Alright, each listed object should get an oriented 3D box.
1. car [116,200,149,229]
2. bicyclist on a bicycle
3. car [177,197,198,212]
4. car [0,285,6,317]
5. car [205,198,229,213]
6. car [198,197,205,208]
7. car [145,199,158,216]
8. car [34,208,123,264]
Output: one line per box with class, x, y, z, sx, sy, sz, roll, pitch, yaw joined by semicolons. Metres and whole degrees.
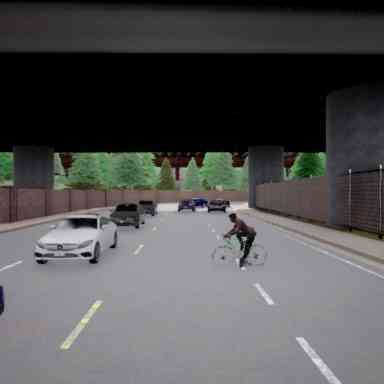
car;-4.176;1.505;21.814;1.837;1.490;4.892;0;0;-2
bicyclist on a bicycle;1.403;1.453;9.904;1.656;1.620;0.582;-2;0;-2
car;-0.577;1.525;38.974;1.812;1.442;4.674;0;0;3
car;-3.632;1.601;2.678;1.895;1.301;4.718;0;0;-2
car;2.776;1.564;37.356;1.994;1.385;4.181;0;0;4
car;1.071;1.477;48.643;1.882;1.535;5.008;0;0;15
car;-4.393;1.505;32.156;1.837;1.490;4.892;0;0;-1
car;-3.901;1.526;11.949;1.812;1.442;4.674;0;0;-2
